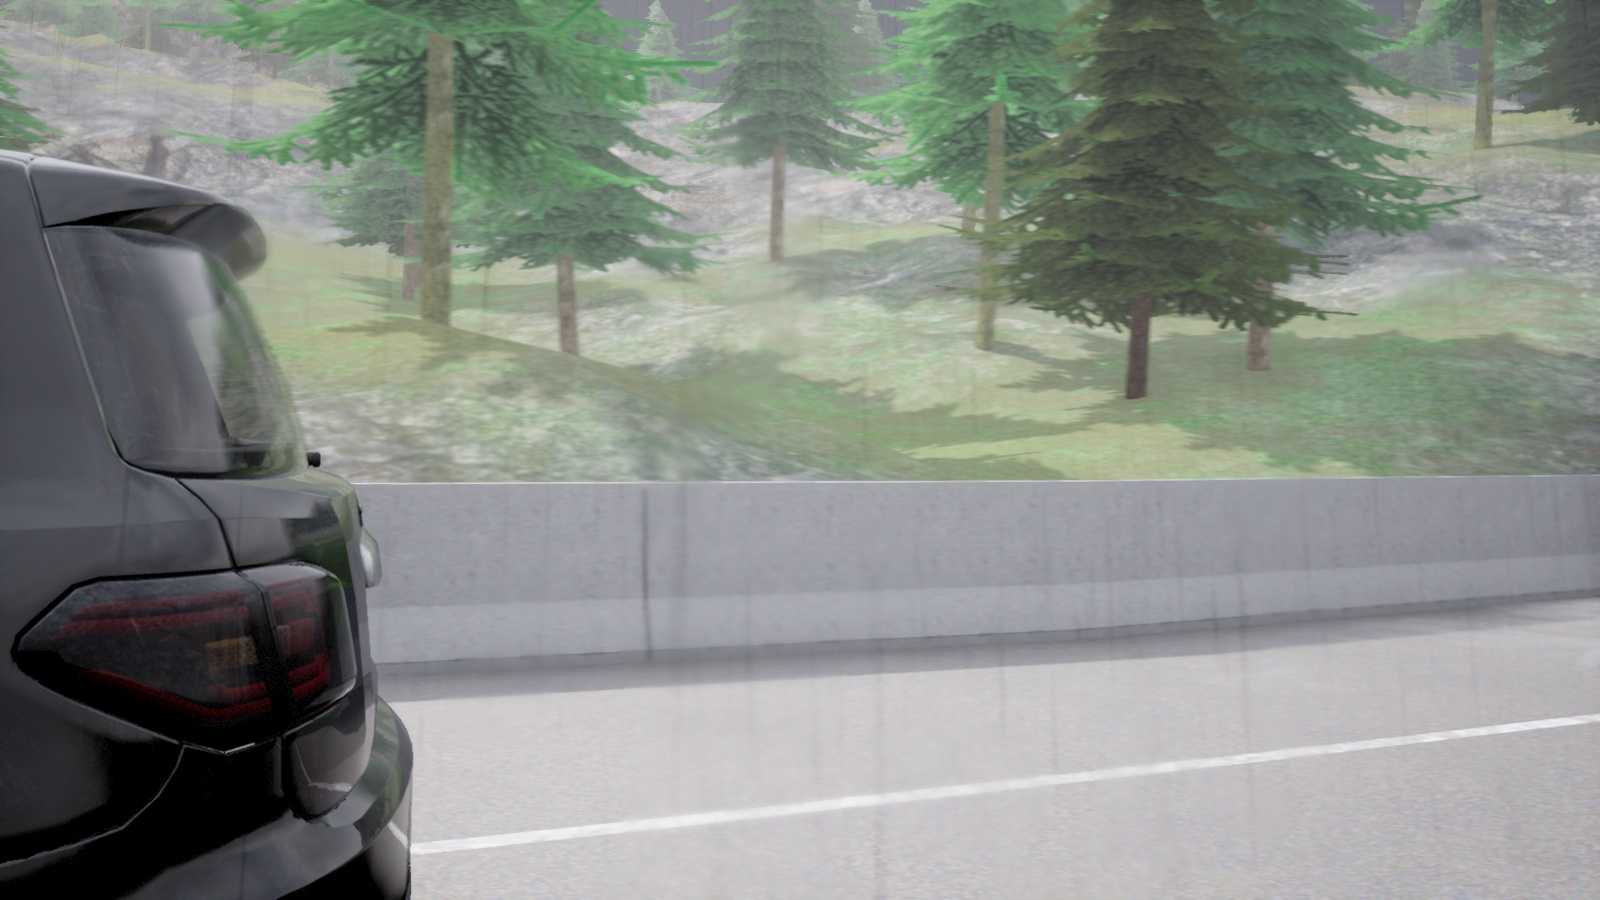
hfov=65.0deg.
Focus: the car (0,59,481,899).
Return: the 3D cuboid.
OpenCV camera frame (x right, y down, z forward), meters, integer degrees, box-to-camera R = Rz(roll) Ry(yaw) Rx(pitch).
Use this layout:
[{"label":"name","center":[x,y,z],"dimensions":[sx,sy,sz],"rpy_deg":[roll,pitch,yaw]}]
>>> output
[{"label":"car","center":[-3.462,0.530,1.925],"dimensions":[5.566,2.045,2.150],"rpy_deg":[-1,1,-20]}]
